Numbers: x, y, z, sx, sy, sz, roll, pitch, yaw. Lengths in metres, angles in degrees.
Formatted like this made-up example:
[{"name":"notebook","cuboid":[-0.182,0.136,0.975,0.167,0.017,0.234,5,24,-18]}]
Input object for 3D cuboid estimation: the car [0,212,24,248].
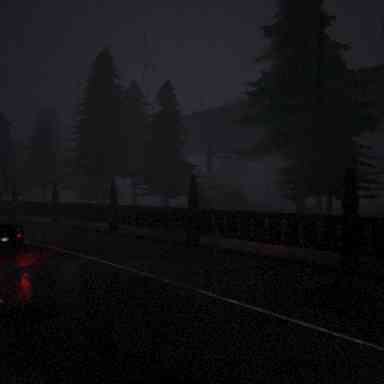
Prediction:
[{"name":"car","cuboid":[-8.488,1.525,13.612,4.674,1.442,1.812,0,0,43]}]
